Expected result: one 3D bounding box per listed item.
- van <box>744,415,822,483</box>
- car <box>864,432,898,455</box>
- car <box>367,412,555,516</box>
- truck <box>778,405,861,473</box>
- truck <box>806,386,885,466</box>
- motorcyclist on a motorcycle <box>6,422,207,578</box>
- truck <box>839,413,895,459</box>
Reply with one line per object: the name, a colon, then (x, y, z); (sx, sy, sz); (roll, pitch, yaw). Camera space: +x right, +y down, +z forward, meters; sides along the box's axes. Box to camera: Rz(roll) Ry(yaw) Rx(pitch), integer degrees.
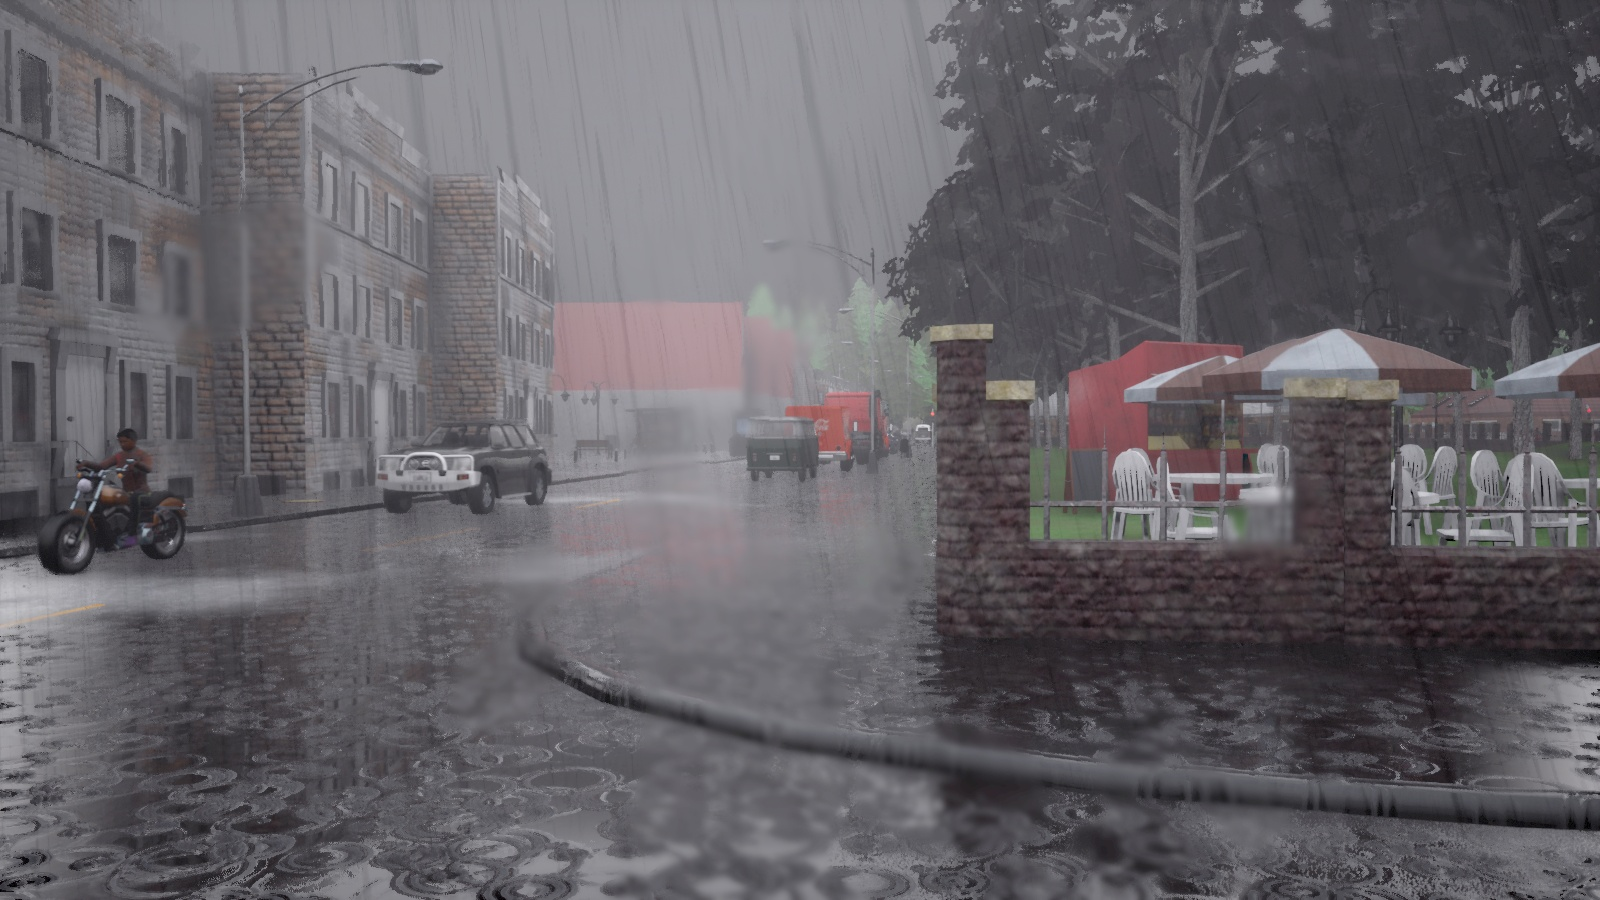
van: (-0.468, -0.073, 39.281); (1.775, 1.987, 4.442); (0, 1, 8)
car: (5.194, -0.447, 79.788); (1.812, 1.442, 4.674); (0, 1, 8)
car: (-6.526, 0.206, 24.752); (1.932, 1.855, 4.605); (0, 1, 8)
truck: (0.832, -0.461, 48.557); (2.627, 2.467, 5.204); (0, 1, 7)
truck: (2.263, -1.120, 58.858); (2.891, 3.462, 7.936); (0, 1, 8)
motorcyclist on a motorcycle: (-7.945, 0.503, 14.547); (0.766, 1.649, 2.350); (0, 1, 8)
truck: (3.763, -0.796, 69.571); (2.627, 2.467, 5.204); (0, 1, 8)
